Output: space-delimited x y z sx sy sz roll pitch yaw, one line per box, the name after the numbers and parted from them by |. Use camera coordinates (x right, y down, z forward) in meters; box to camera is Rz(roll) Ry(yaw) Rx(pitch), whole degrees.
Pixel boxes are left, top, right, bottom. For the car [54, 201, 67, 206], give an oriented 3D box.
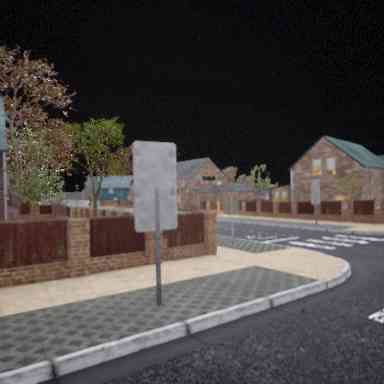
-34.183 3.053 87.264 2.033 1.411 5.357 -2 0 -31 | car
